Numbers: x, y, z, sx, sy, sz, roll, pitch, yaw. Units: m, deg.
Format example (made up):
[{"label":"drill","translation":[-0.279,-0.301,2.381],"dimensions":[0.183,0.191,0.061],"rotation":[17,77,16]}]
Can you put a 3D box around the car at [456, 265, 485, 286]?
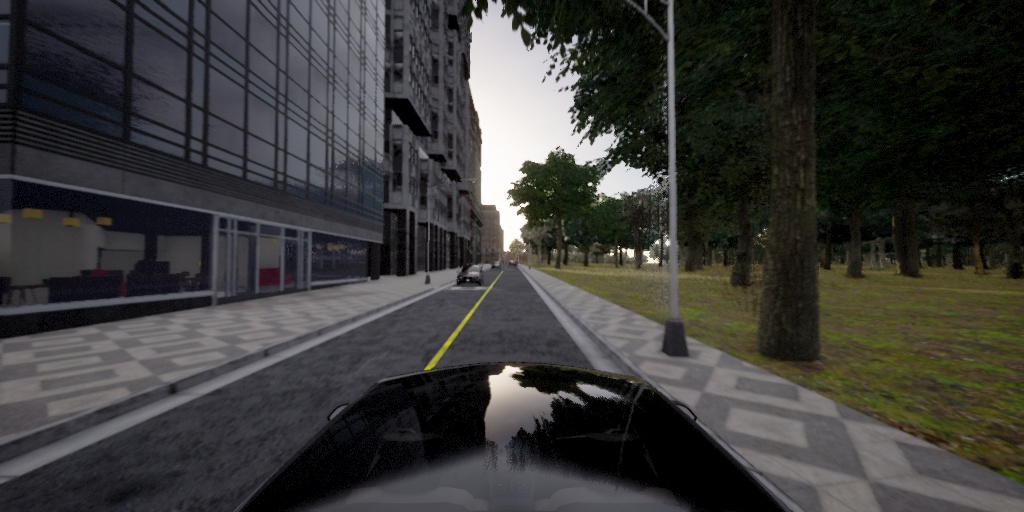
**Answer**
[{"label":"car","translation":[-3.097,1.470,27.592],"dimensions":[1.837,1.490,4.892],"rotation":[0,0,0]}]
